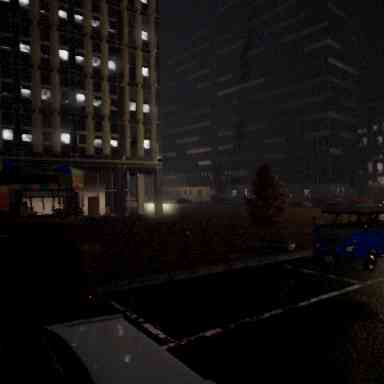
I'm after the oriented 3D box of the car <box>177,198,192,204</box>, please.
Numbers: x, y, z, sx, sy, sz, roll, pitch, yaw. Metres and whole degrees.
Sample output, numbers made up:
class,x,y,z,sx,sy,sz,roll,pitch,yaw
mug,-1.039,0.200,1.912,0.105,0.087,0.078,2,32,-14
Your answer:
class,x,y,z,sx,sy,sz,roll,pitch,yaw
car,-1.748,1.966,73.487,1.802,1.307,4.206,-2,1,-41

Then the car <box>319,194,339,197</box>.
class,x,y,z,sx,sy,sz,roll,pitch,yaw
car,23.054,1.360,57.555,2.192,1.841,5.009,-2,1,-41

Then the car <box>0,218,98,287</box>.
class,x,y,z,sx,sy,sz,roll,pitch,yaw
car,-3.632,1.316,3.991,5.009,1.841,2.192,0,-1,-35

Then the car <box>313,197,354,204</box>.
class,x,y,z,sx,sy,sz,roll,pitch,yaw
car,20.358,1.757,47.853,1.947,1.339,4.313,-2,1,-41

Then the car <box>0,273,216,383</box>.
class,x,y,z,sx,sy,sz,roll,pitch,yaw
car,-2.198,1.602,1.811,4.718,1.301,1.895,0,0,-35

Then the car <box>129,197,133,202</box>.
class,x,y,z,sx,sy,sz,roll,pitch,yaw
car,-16.375,2.033,90.447,1.752,1.417,4.829,-2,1,-41

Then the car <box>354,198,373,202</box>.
class,x,y,z,sx,sy,sz,roll,pitch,yaw
car,26.752,1.594,53.283,1.802,1.307,4.206,-2,1,-41

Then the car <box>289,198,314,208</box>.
class,x,y,z,sx,sy,sz,roll,pitch,yaw
car,16.670,1.664,52.124,1.967,1.590,4.097,-2,1,-41

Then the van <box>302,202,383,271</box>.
class,x,y,z,sx,sy,sz,roll,pitch,yaw
van,5.528,1.332,10.523,3.998,1.788,1.690,0,-1,-35

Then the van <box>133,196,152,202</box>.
class,x,y,z,sx,sy,sz,roll,pitch,yaw
van,-12.806,1.819,86.301,1.690,1.788,3.998,-2,1,-41
